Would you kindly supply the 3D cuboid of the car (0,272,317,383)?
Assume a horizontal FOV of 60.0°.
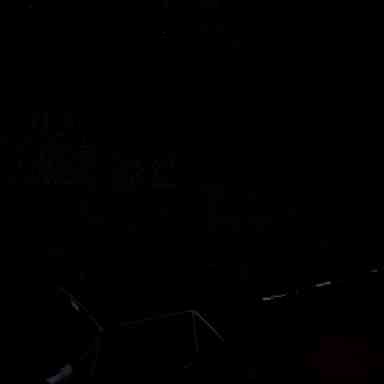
[{"bbox_3d":[-0.980,1.610,3.175,4.718,1.301,1.895,1,0,-35],"label":"car"}]
